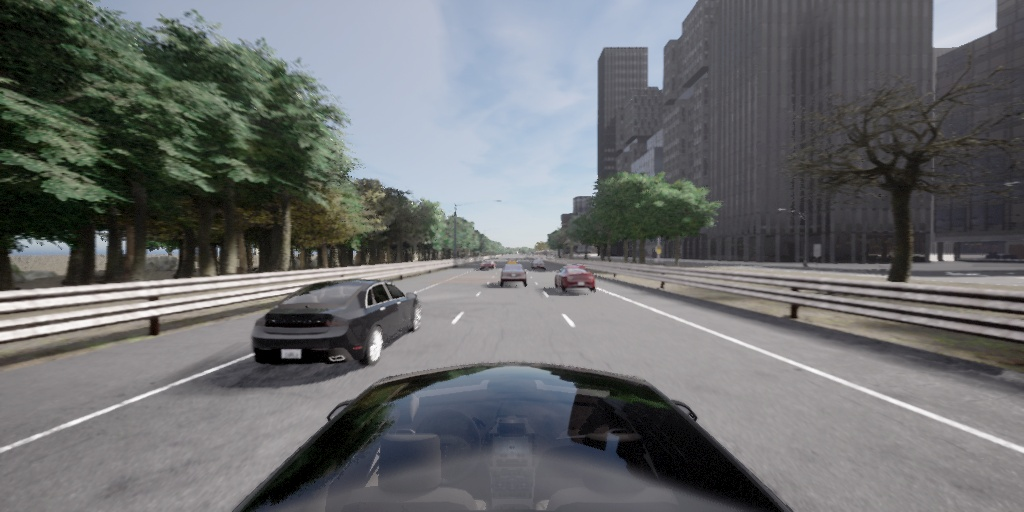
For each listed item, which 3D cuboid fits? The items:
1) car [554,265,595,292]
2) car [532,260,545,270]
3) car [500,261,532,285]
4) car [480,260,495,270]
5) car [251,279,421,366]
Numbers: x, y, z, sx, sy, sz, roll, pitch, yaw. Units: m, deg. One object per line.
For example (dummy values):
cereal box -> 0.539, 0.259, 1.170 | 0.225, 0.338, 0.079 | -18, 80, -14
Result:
car -> 3.599, 1.264, 20.929 | 1.812, 1.442, 4.674 | 0, 0, 0
car -> 3.603, 1.216, 50.911 | 2.033, 1.411, 5.357 | 0, 0, 0
car -> 0.104, 1.278, 25.486 | 2.033, 1.411, 5.357 | 0, 0, 0
car -> -3.398, 1.270, 51.210 | 1.895, 1.301, 4.718 | 0, 0, 0
car -> -3.398, 1.256, 7.939 | 1.837, 1.490, 4.892 | 0, 0, 0
